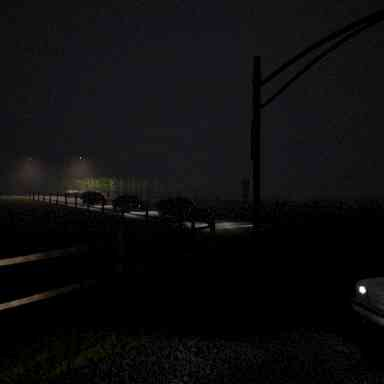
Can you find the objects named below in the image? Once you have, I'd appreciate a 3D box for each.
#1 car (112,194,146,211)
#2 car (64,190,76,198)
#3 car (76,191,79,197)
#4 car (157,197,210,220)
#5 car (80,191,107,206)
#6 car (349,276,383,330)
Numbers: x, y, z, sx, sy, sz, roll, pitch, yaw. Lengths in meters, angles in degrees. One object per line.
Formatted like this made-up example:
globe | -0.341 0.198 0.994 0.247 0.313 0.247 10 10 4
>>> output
car | -6.124 0.970 31.959 1.837 1.490 4.892 0 1 -35
car | -22.405 0.375 61.745 2.128 1.511 4.902 0 1 -35
car | -16.483 0.540 53.261 1.882 1.535 5.008 0 1 -35
car | -0.720 1.114 24.208 1.882 1.535 5.008 0 1 -35
car | -11.737 0.815 40.026 1.812 1.442 4.674 0 1 -35
car | 4.896 1.598 5.003 4.718 1.301 1.895 0 0 -14
